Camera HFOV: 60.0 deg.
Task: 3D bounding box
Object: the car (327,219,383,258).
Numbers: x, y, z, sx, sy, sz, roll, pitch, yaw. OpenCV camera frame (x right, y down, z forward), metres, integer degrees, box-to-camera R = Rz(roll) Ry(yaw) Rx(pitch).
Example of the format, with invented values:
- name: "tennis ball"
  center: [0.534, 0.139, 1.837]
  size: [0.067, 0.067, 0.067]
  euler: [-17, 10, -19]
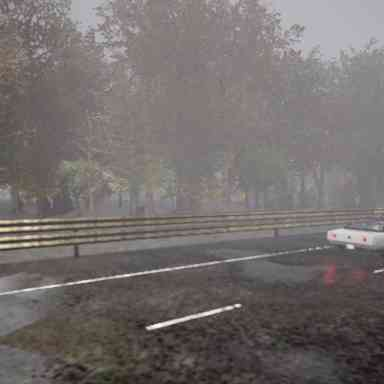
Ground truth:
- name: "car"
  center: [7.614, 1.712, 13.246]
  size: [4.718, 1.301, 1.895]
  euler: [1, 0, -33]
